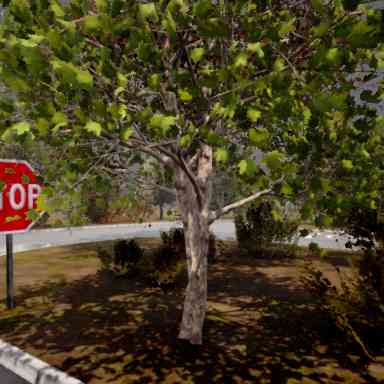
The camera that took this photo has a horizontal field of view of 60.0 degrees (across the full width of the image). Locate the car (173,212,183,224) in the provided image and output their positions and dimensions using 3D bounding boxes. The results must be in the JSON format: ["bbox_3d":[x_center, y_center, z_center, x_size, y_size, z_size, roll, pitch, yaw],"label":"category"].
[{"bbox_3d":[0.045,2.375,32.340,2.128,1.511,4.902,-1,-3,35],"label":"car"}]
